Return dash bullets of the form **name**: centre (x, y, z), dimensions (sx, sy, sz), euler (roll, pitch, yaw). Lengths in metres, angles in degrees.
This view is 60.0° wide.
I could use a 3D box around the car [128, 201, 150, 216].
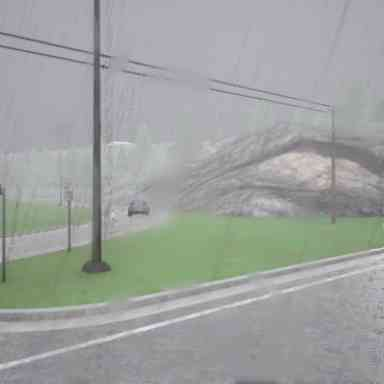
- **car**: centre (-5.253, 1.564, 32.744), dimensions (1.994, 1.385, 4.181), euler (0, 0, -11)
